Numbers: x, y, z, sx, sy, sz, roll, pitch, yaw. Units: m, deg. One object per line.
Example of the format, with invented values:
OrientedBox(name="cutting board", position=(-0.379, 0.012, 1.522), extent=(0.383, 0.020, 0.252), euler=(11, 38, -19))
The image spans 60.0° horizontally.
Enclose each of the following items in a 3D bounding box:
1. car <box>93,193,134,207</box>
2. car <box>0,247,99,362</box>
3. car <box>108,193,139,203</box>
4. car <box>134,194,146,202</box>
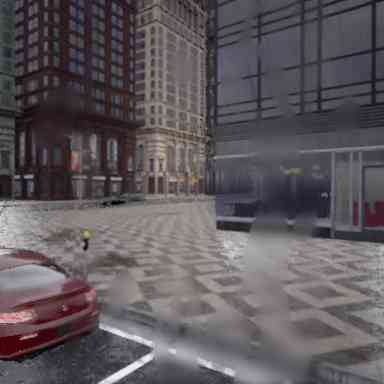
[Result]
OrientedBox(name="car", position=(-9.919, 1.205, 41.651), extent=(1.895, 1.301, 4.718), euler=(0, 1, 35))
OrientedBox(name="car", position=(-3.266, 1.581, 5.406), extent=(4.206, 1.307, 1.802), euler=(0, 0, 36))
OrientedBox(name="car", position=(-11.528, 0.901, 56.286), extent=(1.882, 1.535, 5.008), euler=(0, 1, 36))
OrientedBox(name="car", position=(-9.775, 1.008, 53.184), extent=(2.033, 1.411, 5.357), euler=(0, 1, 36))
